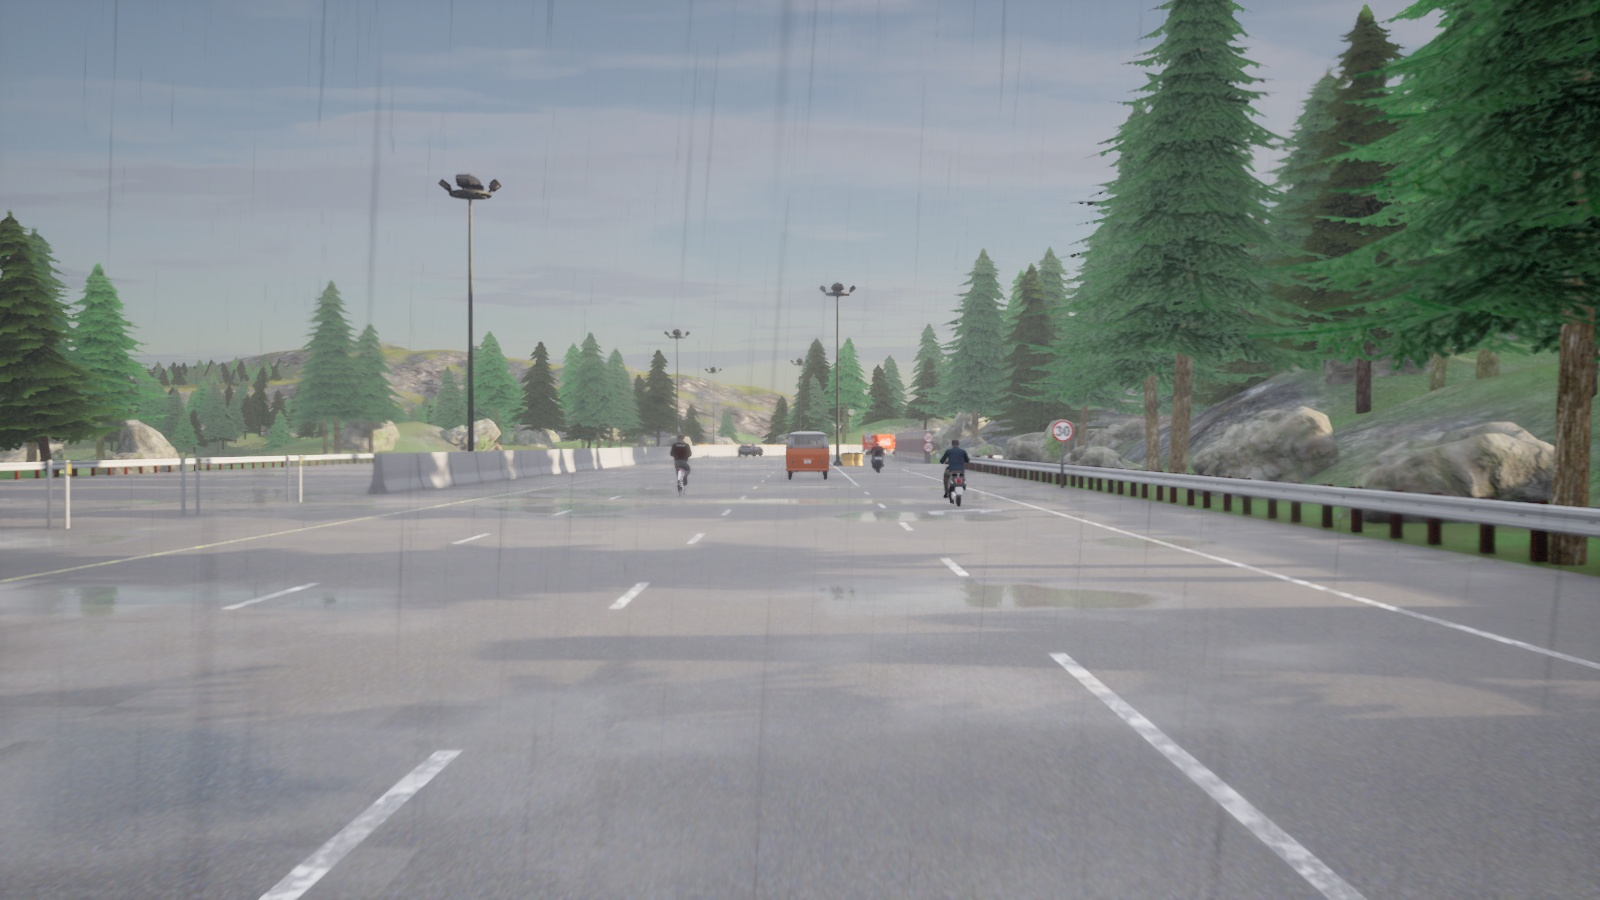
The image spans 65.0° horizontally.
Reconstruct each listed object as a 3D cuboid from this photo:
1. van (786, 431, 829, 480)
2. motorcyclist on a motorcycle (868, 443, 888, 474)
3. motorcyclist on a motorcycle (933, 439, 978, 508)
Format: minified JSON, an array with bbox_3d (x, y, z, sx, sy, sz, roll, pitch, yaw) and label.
[{"bbox_3d":[0.323,0.200,53.301,1.775,1.987,4.442,0,0,0],"label":"van"},{"bbox_3d":[3.877,0.431,62.826,0.866,1.530,2.191,0,0,0],"label":"motorcyclist on a motorcycle"},{"bbox_3d":[3.688,0.534,29.954,0.866,1.590,1.817,0,0,0],"label":"motorcyclist on a motorcycle"}]
